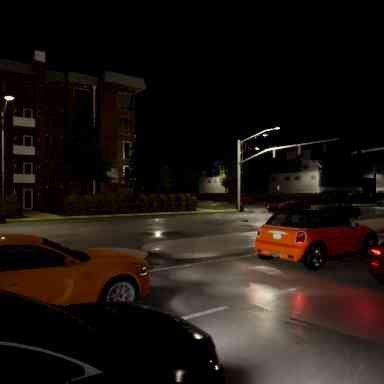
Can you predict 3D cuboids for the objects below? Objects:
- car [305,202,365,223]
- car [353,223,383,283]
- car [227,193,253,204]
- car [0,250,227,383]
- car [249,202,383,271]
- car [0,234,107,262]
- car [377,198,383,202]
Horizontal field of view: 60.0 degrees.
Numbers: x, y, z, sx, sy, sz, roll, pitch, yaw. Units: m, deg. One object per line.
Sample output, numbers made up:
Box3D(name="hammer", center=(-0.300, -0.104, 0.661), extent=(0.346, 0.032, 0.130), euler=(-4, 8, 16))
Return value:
Box3D(name="car", center=(11.616, 1.547, 26.843), extent=(5.357, 1.411, 2.033), euler=(0, 0, -38))
Box3D(name="car", center=(6.275, 1.526, 8.340), extent=(4.674, 1.442, 1.812), euler=(0, 0, -34))
Box3D(name="car", center=(8.699, 1.223, 60.574), extent=(2.150, 2.045, 5.566), euler=(0, 0, -34))
Box3D(name="car", center=(-1.928, 1.505, 2.374), extent=(4.892, 1.490, 1.837), euler=(0, 0, -36))
Box3D(name="car", center=(4.290, 1.352, 11.216), extent=(4.553, 1.767, 2.097), euler=(0, 0, -35))
Box3D(name="car", center=(-3.129, 1.478, 5.816), extent=(5.008, 1.535, 1.882), euler=(0, 0, -35))
Box3D(name="car", center=(29.455, 1.525, 49.671), extent=(4.674, 1.442, 1.812), euler=(0, 0, -30))
